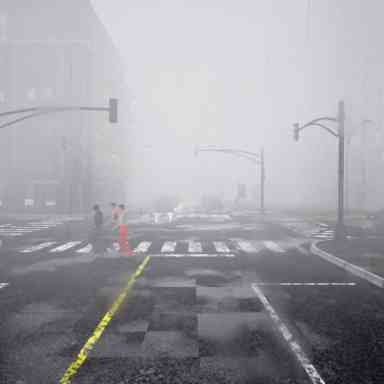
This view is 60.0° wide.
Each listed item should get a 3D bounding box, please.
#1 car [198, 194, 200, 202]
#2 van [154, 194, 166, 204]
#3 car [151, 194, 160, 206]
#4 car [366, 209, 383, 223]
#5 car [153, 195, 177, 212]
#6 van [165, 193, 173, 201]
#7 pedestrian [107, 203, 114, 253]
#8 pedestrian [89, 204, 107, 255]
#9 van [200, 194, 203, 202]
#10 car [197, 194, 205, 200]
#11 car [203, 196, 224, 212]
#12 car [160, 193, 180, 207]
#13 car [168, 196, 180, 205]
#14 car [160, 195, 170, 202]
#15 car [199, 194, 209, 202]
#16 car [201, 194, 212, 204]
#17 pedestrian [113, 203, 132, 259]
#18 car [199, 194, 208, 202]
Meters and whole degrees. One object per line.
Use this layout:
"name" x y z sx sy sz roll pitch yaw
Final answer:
"car" 2.578 1.488 60.678 1.887 1.381 4.507 -1 0 0
"van" -5.772 1.284 60.635 1.690 1.788 3.998 -1 0 0
"car" -5.763 1.518 54.990 1.947 1.339 4.313 -1 0 0
"car" 14.824 1.605 23.737 4.181 1.385 1.994 0 1 1
"car" -3.140 1.450 39.316 1.882 1.535 5.008 0 0 0
"van" -5.797 1.239 83.221 1.690 1.788 3.998 -1 0 0
"pedestrian" -2.878 1.290 12.426 0.375 1.860 0.375 -1 1 0
"pedestrian" -3.373 1.290 11.832 0.375 1.860 0.375 -1 1 0
"van" 2.582 1.293 55.032 1.690 1.788 3.998 -1 0 0
"car" 2.576 1.311 94.553 1.967 1.590 4.097 -1 0 0
"car" 2.603 1.519 38.095 1.887 1.381 4.507 -1 0 0
"car" -3.145 1.313 48.630 2.097 1.767 4.553 0 0 0
"car" -3.144 1.510 58.596 1.994 1.385 4.181 0 0 0
"car" -5.782 1.467 71.927 1.887 1.381 4.507 -1 0 0
"car" 2.564 1.363 71.969 1.967 1.590 4.097 -1 0 0
"car" 2.596 1.407 43.740 1.967 1.590 4.097 -1 0 0
"pedestrian" -2.332 1.291 11.227 0.375 1.860 0.375 -1 1 0
"car" 2.564 1.351 77.615 1.967 1.590 4.097 -1 0 0
